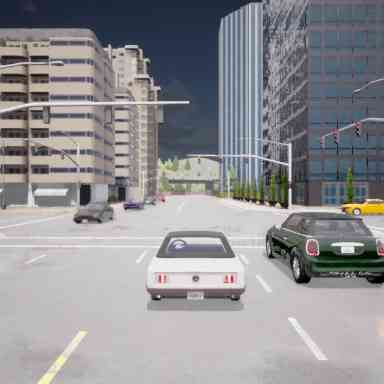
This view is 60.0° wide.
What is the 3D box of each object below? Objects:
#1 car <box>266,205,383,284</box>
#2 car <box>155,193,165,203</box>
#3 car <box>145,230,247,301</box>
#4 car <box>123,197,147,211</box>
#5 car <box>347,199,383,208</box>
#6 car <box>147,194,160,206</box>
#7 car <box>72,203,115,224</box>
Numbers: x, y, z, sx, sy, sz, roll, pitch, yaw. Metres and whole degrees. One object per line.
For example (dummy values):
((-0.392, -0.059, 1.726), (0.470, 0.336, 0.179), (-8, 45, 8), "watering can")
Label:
((3.594, 1.352, 9.777), (2.097, 1.767, 4.553), (0, 0, 0), "car")
((-6.909, 1.225, 70.574), (2.150, 2.045, 5.566), (0, 0, 0), "car")
((0.086, 1.601, 8.287), (1.895, 1.301, 4.718), (0, 0, 0), "car")
((-7.047, 1.601, 40.525), (1.895, 1.301, 4.718), (0, 0, 0), "car")
((16.858, 1.422, 31.656), (5.008, 1.535, 1.882), (0, 0, 1), "car")
((-7.019, 1.492, 54.994), (2.128, 1.511, 4.902), (0, 0, 0), "car")
((-7.064, 1.526, 24.618), (2.033, 1.411, 5.357), (0, 0, 0), "car")
